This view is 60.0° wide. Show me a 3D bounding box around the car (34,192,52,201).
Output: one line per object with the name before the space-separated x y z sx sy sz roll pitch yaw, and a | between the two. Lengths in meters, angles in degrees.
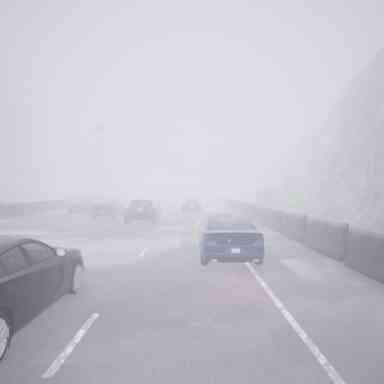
car | -31.646 0.879 70.608 2.097 1.767 4.553 0 0 0

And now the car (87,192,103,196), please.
car | -21.153 1.021 73.934 1.812 1.442 4.674 0 0 0

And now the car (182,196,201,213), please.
car | -0.020 1.390 34.154 1.994 1.385 4.181 0 0 1

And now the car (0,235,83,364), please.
car | -3.411 1.474 5.646 1.882 1.535 5.008 0 0 0

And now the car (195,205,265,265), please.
car | 1.201 1.459 11.643 1.882 1.535 5.008 0 0 0

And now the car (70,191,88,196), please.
car | -24.653 0.719 74.311 2.150 2.045 5.566 0 0 0

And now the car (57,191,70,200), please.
car | -28.153 0.719 74.304 2.150 2.045 5.566 0 0 0

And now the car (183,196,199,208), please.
car | -0.083 1.290 44.220 2.033 1.411 5.357 0 0 0

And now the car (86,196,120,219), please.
car | -6.957 1.354 27.922 1.882 1.535 5.008 0 1 0

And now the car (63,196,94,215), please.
car | -10.478 1.368 32.123 1.812 1.442 4.674 0 0 0

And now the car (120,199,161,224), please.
car | -3.449 1.260 23.933 2.097 1.767 4.553 0 0 0

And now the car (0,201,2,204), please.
car | -21.168 1.310 33.313 1.882 1.535 5.008 0 0 0
